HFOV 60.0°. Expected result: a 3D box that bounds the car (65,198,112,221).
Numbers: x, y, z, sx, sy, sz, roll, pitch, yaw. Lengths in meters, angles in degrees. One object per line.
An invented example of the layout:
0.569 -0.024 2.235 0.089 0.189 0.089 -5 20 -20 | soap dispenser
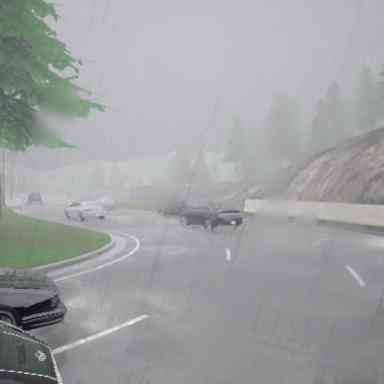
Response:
-8.444 1.460 26.282 1.812 1.442 4.674 -1 0 -40 | car

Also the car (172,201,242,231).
0.990 1.399 19.898 2.128 1.511 4.902 0 0 -30 | car

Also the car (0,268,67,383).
-2.983 1.363 1.638 4.553 1.767 2.097 0 0 -29 | car

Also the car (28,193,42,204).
-29.799 1.114 63.103 2.150 2.045 5.566 0 0 -27 | car

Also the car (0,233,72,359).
-4.593 1.555 4.340 5.357 1.411 2.033 0 0 -34 | car

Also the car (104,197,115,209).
-11.055 1.407 42.076 1.812 1.442 4.674 -1 0 -30 | car

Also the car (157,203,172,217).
-0.772 1.430 28.032 2.033 1.411 5.357 -1 0 -41 | car

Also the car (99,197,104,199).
-11.789 1.397 36.537 2.128 1.511 4.902 -1 0 -34 | car
